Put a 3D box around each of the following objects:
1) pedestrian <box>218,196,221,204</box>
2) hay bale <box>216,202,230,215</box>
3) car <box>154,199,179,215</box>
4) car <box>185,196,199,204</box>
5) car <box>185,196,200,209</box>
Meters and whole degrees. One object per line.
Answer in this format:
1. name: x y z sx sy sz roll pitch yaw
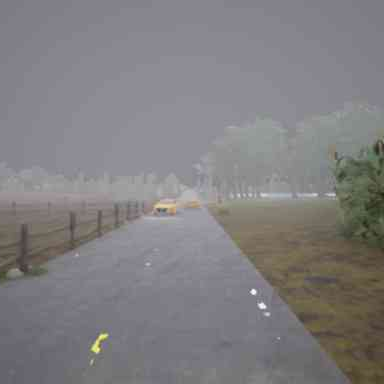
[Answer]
1. pedestrian: 2.836 1.270 34.653 0.375 1.860 0.375 1 -1 -5
2. hay bale: 3.125 1.667 33.531 1.220 1.180 1.240 -1 -1 0
3. car: -2.535 1.490 33.860 1.882 1.535 5.008 1 0 8
4. car: -0.081 1.525 62.996 2.033 1.411 5.357 0 1 -5
5. car: 0.035 1.487 44.785 1.882 1.535 5.008 0 0 0
